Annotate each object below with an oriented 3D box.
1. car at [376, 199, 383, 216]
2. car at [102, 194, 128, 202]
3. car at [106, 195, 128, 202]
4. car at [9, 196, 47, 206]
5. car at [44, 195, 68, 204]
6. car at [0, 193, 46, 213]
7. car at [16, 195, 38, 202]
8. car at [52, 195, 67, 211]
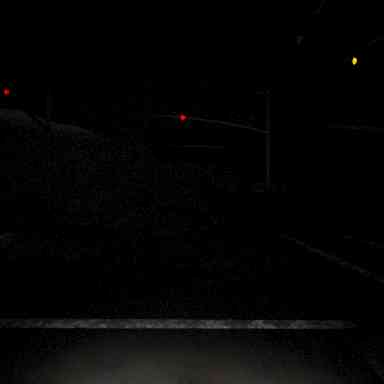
[{"bbox_3d":[17.197,1.480,32.953,2.242,1.667,4.611,0,0,-1],"label":"car"},{"bbox_3d":[-16.505,1.330,70.852,5.027,1.636,2.152,0,0,-1],"label":"car"},{"bbox_3d":[-16.579,1.339,73.988,4.514,1.523,2.007,0,0,-1],"label":"car"},{"bbox_3d":[-24.071,1.298,48.960,4.514,1.523,2.007,0,0,-1],"label":"car"},{"bbox_3d":[-24.097,1.319,58.953,3.633,1.501,1.845,0,0,-1],"label":"car"},{"bbox_3d":[-16.806,1.077,33.267,3.866,1.878,1.905,0,0,-1],"label":"car"},{"bbox_3d":[-35.171,1.384,70.870,3.806,1.475,1.970,0,0,-1],"label":"car"},{"bbox_3d":[-16.218,1.361,36.595,3.806,1.475,1.970,0,0,-1],"label":"car"}]
